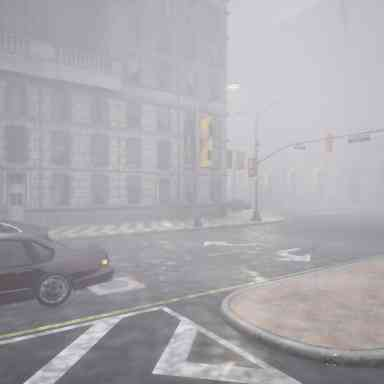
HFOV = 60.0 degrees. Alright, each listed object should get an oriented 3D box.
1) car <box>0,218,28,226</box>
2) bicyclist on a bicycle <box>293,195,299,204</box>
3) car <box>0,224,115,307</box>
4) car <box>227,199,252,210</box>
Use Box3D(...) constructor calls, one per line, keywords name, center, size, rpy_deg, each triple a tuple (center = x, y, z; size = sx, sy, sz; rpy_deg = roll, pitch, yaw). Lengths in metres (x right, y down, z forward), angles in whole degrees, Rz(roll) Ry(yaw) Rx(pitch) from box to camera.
Box3D(name="car", center=(-6.476, 1.492, 9.263), size=(4.902, 1.511, 2.128), rpy_deg=(0, 0, -37))
Box3D(name="bicyclist on a bicycle", center=(17.913, 1.300, 57.126), size=(1.656, 1.620, 0.582), rpy_deg=(0, 0, -35))
Box3D(name="car", center=(-4.286, 1.547, 6.480), size=(5.357, 1.411, 2.033), rpy_deg=(0, 0, -34))
Box3D(name="car", center=(5.737, 1.564, 43.157), size=(1.994, 1.385, 4.181), rpy_deg=(0, 0, -35))
